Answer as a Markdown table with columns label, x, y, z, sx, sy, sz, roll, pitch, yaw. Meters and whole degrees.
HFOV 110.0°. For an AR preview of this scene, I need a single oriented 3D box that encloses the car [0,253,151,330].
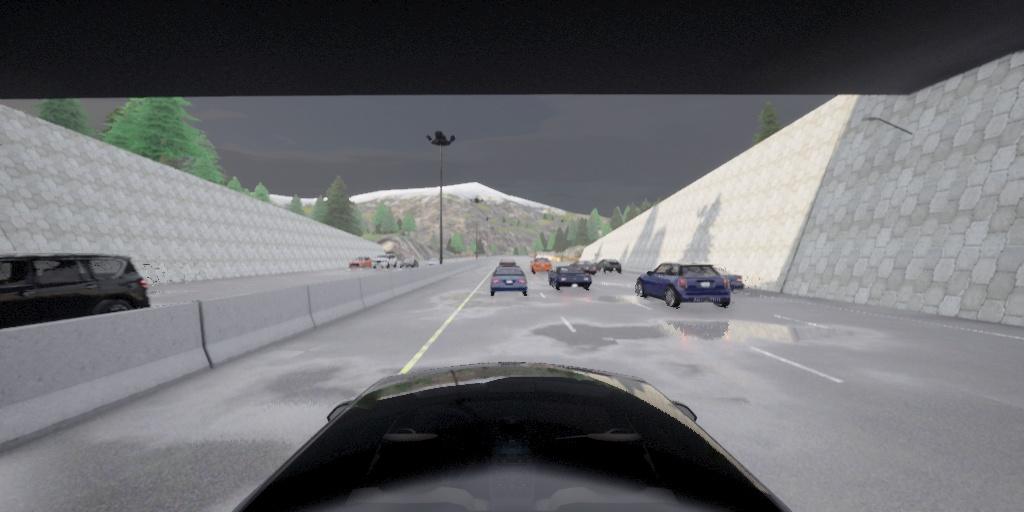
| label | x | y | z | sx | sy | sz | roll | pitch | yaw |
| --- | --- | --- | --- | --- | --- | --- | --- | --- | --- |
| car | -10.707 | 0.949 | 7.200 | 2.150 | 2.045 | 5.566 | 0 | 0 | -1 |

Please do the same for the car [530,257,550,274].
| label | x | y | z | sx | sy | sz | roll | pitch | yaw |
| --- | --- | --- | --- | --- | --- | --- | --- | --- | --- |
| car | 3.042 | 0.929 | 38.087 | 2.097 | 1.767 | 4.553 | 0 | 1 | -1 |

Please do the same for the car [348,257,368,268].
| label | x | y | z | sx | sy | sz | roll | pitch | yaw |
| --- | --- | --- | --- | --- | --- | --- | --- | --- | --- |
| car | -21.761 | 0.900 | 51.781 | 2.097 | 1.767 | 4.553 | 0 | 0 | -1 |

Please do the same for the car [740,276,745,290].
| label | x | y | z | sx | sy | sz | roll | pitch | yaw |
| --- | --- | --- | --- | --- | --- | --- | --- | --- | --- |
| car | 10.312 | 1.207 | 19.726 | 2.033 | 1.411 | 5.357 | 0 | 0 | -1 |

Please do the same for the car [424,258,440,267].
| label | x | y | z | sx | sy | sz | roll | pitch | yaw |
| --- | --- | --- | --- | --- | --- | --- | --- | --- | --- |
| car | -11.262 | 1.067 | 51.906 | 1.812 | 1.442 | 4.674 | 0 | 0 | -1 |

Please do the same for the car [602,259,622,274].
| label | x | y | z | sx | sy | sz | roll | pitch | yaw |
| --- | --- | --- | --- | --- | --- | --- | --- | --- | --- |
| car | 10.048 | 1.075 | 37.662 | 1.837 | 1.490 | 4.892 | 0 | -1 | -1 |

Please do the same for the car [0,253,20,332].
| label | x | y | z | sx | sy | sz | roll | pitch | yaw |
| --- | --- | --- | --- | --- | --- | --- | --- | --- | --- |
| car | -14.201 | 0.953 | 6.798 | 2.150 | 2.045 | 5.566 | 0 | 0 | -1 |

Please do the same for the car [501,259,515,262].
| label | x | y | z | sx | sy | sz | roll | pitch | yaw |
| --- | --- | --- | --- | --- | --- | --- | --- | --- | --- |
| car | -0.464 | 1.052 | 38.485 | 1.882 | 1.535 | 5.008 | 0 | 0 | -1 |

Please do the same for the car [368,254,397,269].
| label | x | y | z | sx | sy | sz | roll | pitch | yaw |
| --- | --- | --- | --- | --- | --- | --- | --- | --- | --- |
| car | -18.259 | 0.725 | 51.667 | 2.150 | 2.045 | 5.566 | 0 | 0 | -1 |

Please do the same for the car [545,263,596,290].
| label | x | y | z | sx | sy | sz | roll | pitch | yaw |
| --- | --- | --- | --- | --- | --- | --- | --- | --- | --- |
| car | 3.289 | 1.256 | 21.247 | 1.895 | 1.301 | 4.718 | 0 | 0 | -1 |

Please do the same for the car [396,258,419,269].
| label | x | y | z | sx | sy | sz | roll | pitch | yaw |
| --- | --- | --- | --- | --- | --- | --- | --- | --- | --- |
| car | -14.761 | 1.062 | 51.854 | 1.812 | 1.442 | 4.674 | 0 | 0 | -1 |

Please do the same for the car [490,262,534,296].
| label | x | y | z | sx | sy | sz | roll | pitch | yaw |
| --- | --- | --- | --- | --- | --- | --- | --- | --- | --- |
| car | -0.176 | 1.215 | 18.839 | 2.033 | 1.411 | 5.357 | 0 | 0 | -1 |

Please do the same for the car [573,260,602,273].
| label | x | y | z | sx | sy | sz | roll | pitch | yaw |
| --- | --- | --- | --- | --- | --- | --- | --- | --- | --- |
| car | 6.602 | 1.139 | 34.039 | 2.033 | 1.411 | 5.357 | 0 | 0 | -1 |

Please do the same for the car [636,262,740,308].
| label | x | y | z | sx | sy | sz | roll | pitch | yaw |
| --- | --- | --- | --- | --- | --- | --- | --- | --- | --- |
| car | 6.882 | 1.036 | 14.933 | 2.097 | 1.767 | 4.553 | 0 | 0 | -1 |
